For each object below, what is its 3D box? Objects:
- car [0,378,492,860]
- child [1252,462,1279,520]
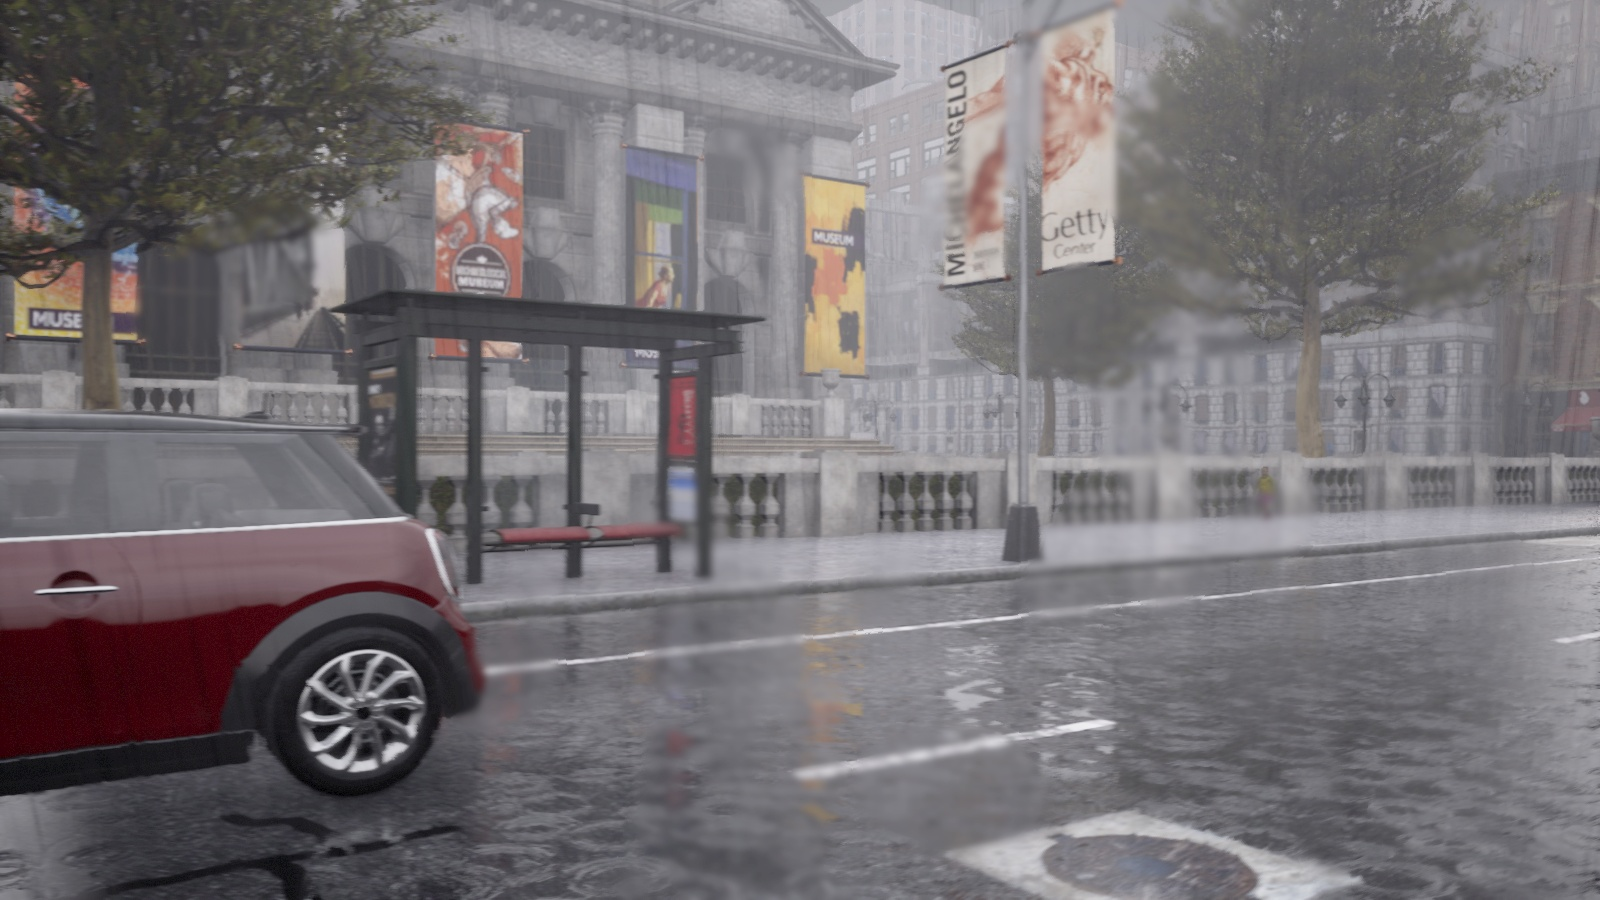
[{"bbox_3d":[-3.860,0.624,5.237,4.553,1.767,2.097,0,0,-35],"label":"car"},{"bbox_3d":[9.401,0.819,25.375,0.473,1.160,0.299,0,0,-35],"label":"child"}]
